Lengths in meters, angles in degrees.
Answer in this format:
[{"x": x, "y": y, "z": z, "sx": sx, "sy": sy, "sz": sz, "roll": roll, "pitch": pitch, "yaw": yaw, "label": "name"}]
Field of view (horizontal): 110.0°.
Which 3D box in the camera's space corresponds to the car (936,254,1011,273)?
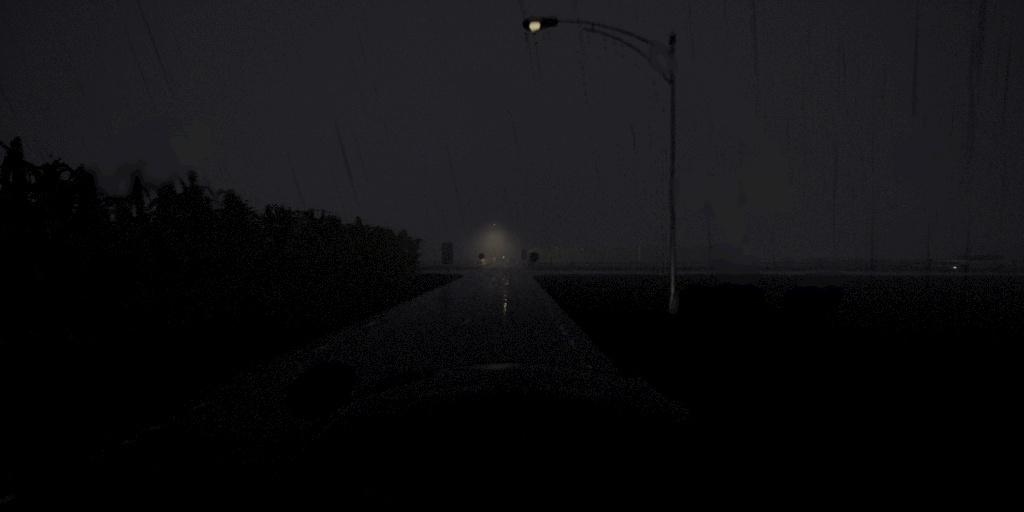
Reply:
[{"x": 50.112, "y": 0.798, "z": 39.015, "sx": 5.566, "sy": 2.045, "sz": 2.150, "roll": 0, "pitch": 1, "yaw": 8, "label": "car"}]
